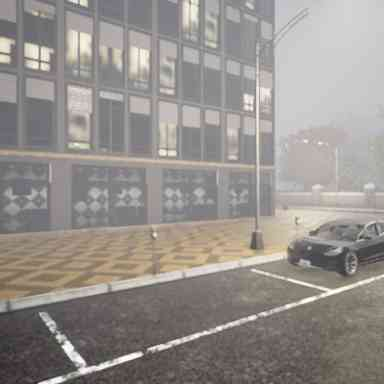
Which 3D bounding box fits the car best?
[{"bbox_3d":[4.765,1.499,10.053,4.313,1.339,1.947,0,1,-35],"label":"car"}]
